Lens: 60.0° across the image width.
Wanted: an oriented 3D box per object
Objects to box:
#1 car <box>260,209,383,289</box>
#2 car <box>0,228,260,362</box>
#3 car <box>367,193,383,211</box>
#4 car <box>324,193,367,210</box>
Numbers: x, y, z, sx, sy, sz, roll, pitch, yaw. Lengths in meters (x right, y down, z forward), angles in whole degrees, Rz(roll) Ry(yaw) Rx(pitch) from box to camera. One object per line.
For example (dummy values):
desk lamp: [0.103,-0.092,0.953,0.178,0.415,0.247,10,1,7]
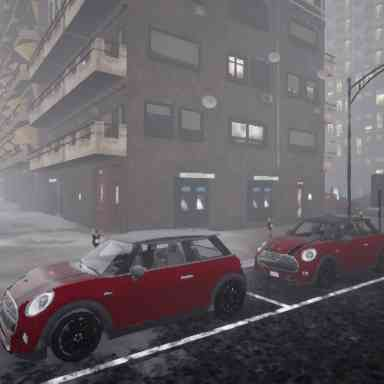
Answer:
car: [3.601,1.441,9.127,4.097,1.590,1.967,0,0,-35]
car: [-1.025,1.440,5.827,4.097,1.590,1.967,0,0,-36]
car: [19.220,1.033,35.013,2.192,1.841,5.009,1,0,-36]
car: [12.477,1.012,30.038,2.192,1.841,5.009,2,0,-36]
